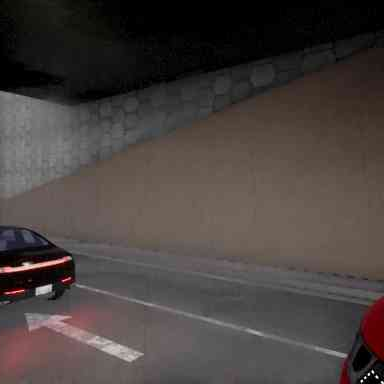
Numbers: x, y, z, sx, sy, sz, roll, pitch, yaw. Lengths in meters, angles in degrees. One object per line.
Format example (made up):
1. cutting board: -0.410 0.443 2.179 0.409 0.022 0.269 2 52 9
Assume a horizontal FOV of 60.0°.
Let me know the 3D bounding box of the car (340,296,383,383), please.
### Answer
1. car: 3.627 1.221 1.357 5.566 2.045 2.150 0 0 35

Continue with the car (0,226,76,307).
1. car: -4.550 1.492 7.215 4.902 1.511 2.128 0 0 36
